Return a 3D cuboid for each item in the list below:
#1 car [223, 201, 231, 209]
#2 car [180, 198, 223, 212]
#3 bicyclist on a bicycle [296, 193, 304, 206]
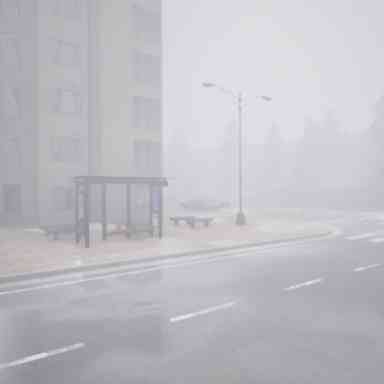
[{"bbox_3d":[2.428,1.365,39.724,1.895,1.301,4.718,-1,0,-40],"label":"car"},{"bbox_3d":[0.808,1.389,36.202,1.895,1.301,4.718,-1,0,-38],"label":"car"},{"bbox_3d":[13.924,0.983,42.991,1.656,1.620,0.582,-1,1,-36],"label":"bicyclist on a bicycle"}]
